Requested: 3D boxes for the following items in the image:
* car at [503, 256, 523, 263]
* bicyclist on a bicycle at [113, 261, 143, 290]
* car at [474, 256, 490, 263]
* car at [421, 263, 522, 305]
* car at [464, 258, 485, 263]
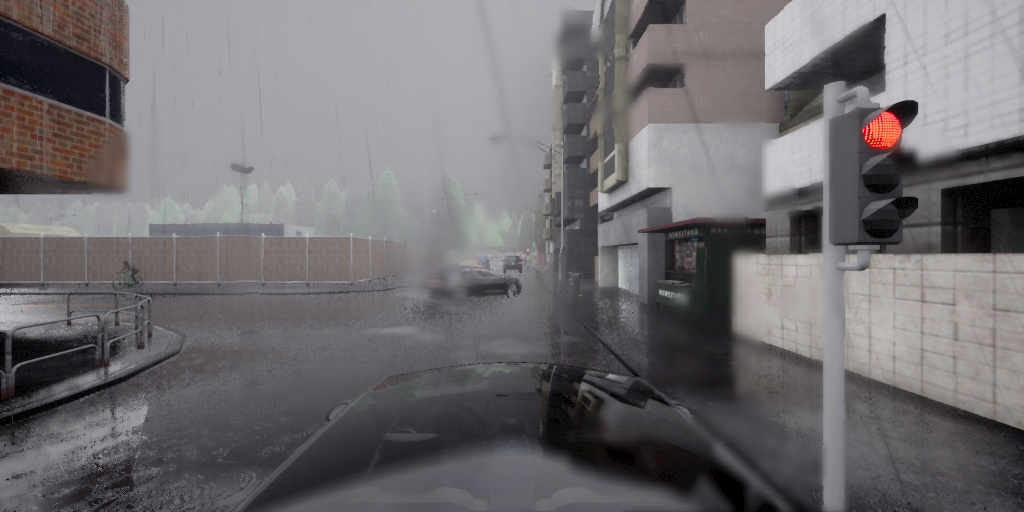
[{"bbox_3d":[0.095,0.971,42.692,2.150,2.045,5.566,0,0,0],"label":"car"},{"bbox_3d":[-22.177,1.099,20.723,0.582,1.620,1.656,0,0,0],"label":"bicyclist on a bicycle"},{"bbox_3d":[-4.072,0.971,46.517,2.150,2.045,5.566,0,0,0],"label":"car"},{"bbox_3d":[-1.693,1.241,16.193,4.902,1.511,2.128,0,1,-42],"label":"car"},{"bbox_3d":[-4.105,1.228,35.815,1.882,1.535,5.008,0,0,0],"label":"car"}]
